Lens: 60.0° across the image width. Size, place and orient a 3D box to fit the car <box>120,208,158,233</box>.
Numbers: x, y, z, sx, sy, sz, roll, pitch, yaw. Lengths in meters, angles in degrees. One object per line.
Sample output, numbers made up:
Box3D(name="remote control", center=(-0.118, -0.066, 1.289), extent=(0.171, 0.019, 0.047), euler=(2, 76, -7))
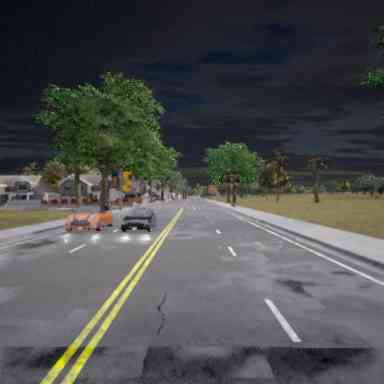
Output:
Box3D(name="car", center=(-3.353, 1.794, 22.031), extent=(2.033, 1.411, 5.357), euler=(0, -1, 0))

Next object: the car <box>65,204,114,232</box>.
Box3D(name="car", center=(-6.601, 1.596, 21.842), extent=(2.097, 1.767, 4.553), euler=(0, -1, 0))
